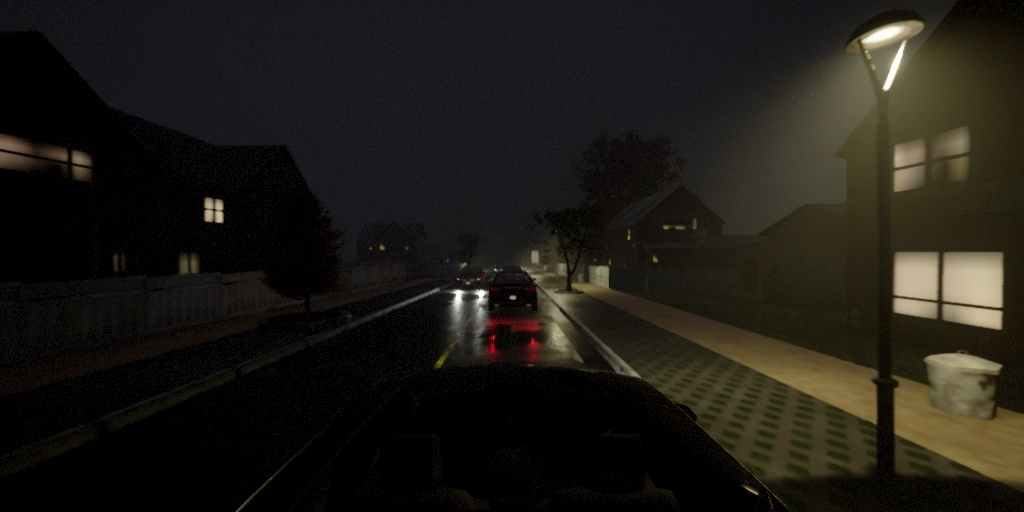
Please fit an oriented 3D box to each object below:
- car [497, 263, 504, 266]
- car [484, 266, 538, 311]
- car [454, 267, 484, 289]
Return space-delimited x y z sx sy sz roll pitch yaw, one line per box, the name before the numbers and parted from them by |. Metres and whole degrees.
car | -0.013 1.494 27.919 1.837 1.490 4.892 0 -1 -1
car | 0.052 1.348 15.265 1.882 1.535 5.008 0 0 0
car | -2.806 1.491 25.327 1.812 1.442 4.674 0 -1 0
